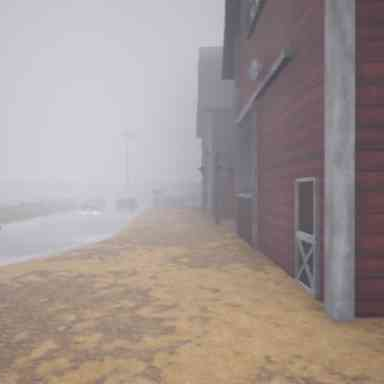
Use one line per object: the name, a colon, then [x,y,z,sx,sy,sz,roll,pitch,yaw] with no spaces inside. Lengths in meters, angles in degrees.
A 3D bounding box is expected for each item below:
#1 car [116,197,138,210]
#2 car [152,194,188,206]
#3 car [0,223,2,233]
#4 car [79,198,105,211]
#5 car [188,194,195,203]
car: [-7.429,1.267,38.160,2.128,1.511,4.902,0,0,-1]
car: [-3.442,1.234,49.291,2.033,1.411,5.357,0,1,39]
car: [-10.585,1.523,14.636,1.994,1.385,4.181,0,1,13]
car: [-11.066,1.334,37.355,2.033,1.411,5.357,0,0,-4]
car: [-0.786,1.117,58.552,1.837,1.490,4.892,0,0,-15]
